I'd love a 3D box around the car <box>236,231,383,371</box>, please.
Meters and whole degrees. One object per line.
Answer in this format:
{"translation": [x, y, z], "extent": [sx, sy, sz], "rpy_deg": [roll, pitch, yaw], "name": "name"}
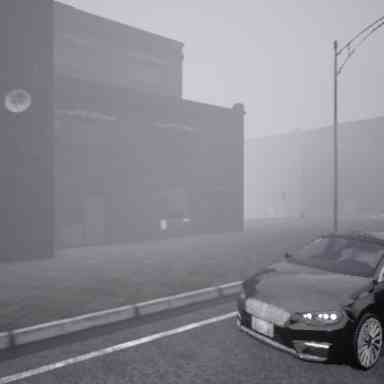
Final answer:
{"translation": [2.914, 1.480, 5.743], "extent": [4.902, 1.511, 2.128], "rpy_deg": [0, 0, -35], "name": "car"}
